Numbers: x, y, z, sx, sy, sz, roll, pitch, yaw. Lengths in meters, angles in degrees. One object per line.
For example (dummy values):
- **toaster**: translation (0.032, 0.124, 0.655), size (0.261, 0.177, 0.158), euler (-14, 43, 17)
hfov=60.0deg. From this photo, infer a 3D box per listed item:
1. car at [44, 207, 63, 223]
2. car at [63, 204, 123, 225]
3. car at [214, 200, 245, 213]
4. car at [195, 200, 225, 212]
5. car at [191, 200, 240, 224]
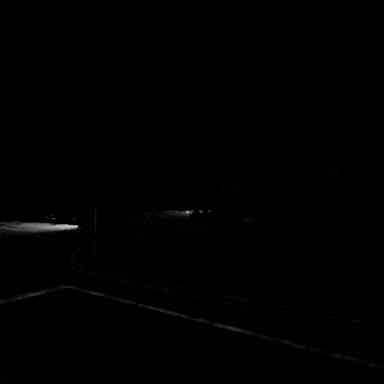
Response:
- **car**: translation (-10.105, 1.783, 28.487), size (1.837, 1.490, 4.892), euler (-1, 0, 39)
- **car**: translation (-7.469, 1.803, 26.179), size (1.994, 1.385, 4.181), euler (-1, 0, 39)
- **car**: translation (4.712, 1.753, 41.591), size (1.994, 1.385, 4.181), euler (-1, 0, 38)
- **car**: translation (2.443, 1.789, 44.383), size (1.994, 1.385, 4.181), euler (-1, 0, 37)
- **car**: translation (1.975, 1.505, 26.607), size (2.097, 1.767, 4.553), euler (-1, 0, 39)
